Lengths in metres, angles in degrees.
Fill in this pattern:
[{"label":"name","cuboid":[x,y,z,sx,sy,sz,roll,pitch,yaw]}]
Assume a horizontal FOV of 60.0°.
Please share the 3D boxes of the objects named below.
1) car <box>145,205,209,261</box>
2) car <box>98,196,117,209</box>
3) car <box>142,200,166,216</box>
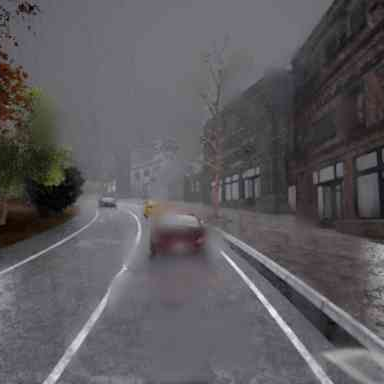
[{"label":"car","cuboid":[-0.547,1.447,12.190,1.882,1.535,5.008,1,0,-5]},{"label":"car","cuboid":[-10.542,1.309,41.522,1.882,1.535,5.008,2,0,-20]},{"label":"car","cuboid":[-3.291,1.430,29.154,1.882,1.535,5.008,1,0,-13]}]
